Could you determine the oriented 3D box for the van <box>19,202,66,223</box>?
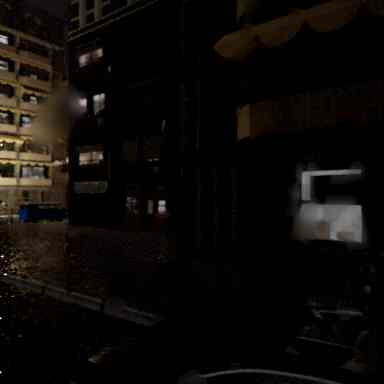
[{"bbox_3d":[-13.366,1.840,29.901,1.690,1.788,3.998,-2,-2,35],"label":"van"}]

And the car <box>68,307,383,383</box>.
[{"bbox_3d":[0.898,1.553,2.235,4.403,1.369,2.008,0,0,36],"label":"car"}]
